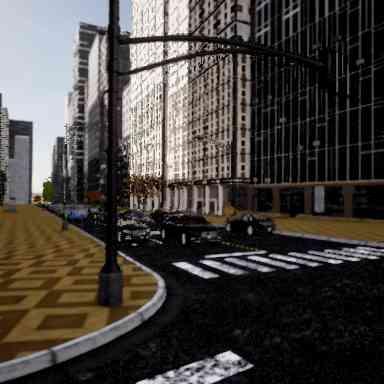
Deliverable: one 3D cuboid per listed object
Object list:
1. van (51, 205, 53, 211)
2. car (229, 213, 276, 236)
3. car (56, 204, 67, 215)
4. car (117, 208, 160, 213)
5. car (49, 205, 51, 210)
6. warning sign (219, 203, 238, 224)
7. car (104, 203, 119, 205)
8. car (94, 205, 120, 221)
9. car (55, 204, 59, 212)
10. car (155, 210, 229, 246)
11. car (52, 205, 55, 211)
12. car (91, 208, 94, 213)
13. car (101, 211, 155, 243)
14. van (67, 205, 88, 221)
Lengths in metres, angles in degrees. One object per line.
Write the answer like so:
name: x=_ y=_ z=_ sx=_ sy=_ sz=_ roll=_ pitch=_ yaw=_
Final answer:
van: x=-27.960 y=3.323 z=69.806 sx=1.690 sy=1.788 sz=3.998 roll=0 pitch=-1 yaw=-26
car: x=3.895 y=2.138 z=22.707 sx=2.008 sy=1.369 sz=4.403 roll=0 pitch=-1 yaw=-26
car: x=-20.669 y=3.070 z=54.588 sx=2.008 sy=1.369 sz=4.403 roll=0 pitch=-1 yaw=-26
car: x=-4.603 y=2.254 z=27.075 sx=2.033 sy=1.411 sz=5.357 roll=1 pitch=-2 yaw=-26
car: x=-32.816 y=3.838 z=79.943 sx=1.887 sy=1.381 sz=4.507 roll=0 pitch=-1 yaw=-26
warning sign: x=3.269 y=1.905 z=29.591 sx=1.300 sy=1.860 sz=1.060 roll=2 pitch=-1 yaw=-26
car: x=-12.535 y=2.639 z=51.055 sx=2.150 sy=2.045 sz=5.566 roll=1 pitch=-2 yaw=-26
car: x=-9.137 y=2.488 z=36.562 sx=1.837 sy=1.490 sz=4.892 roll=1 pitch=-2 yaw=-25
car: x=-23.026 y=3.193 z=59.507 sx=1.752 sy=1.417 sz=4.829 roll=0 pitch=-1 yaw=-26
car: x=-0.192 y=1.943 z=17.846 sx=1.837 sy=1.490 sz=4.892 roll=1 pitch=-2 yaw=-25
car: x=-25.528 y=3.372 z=64.731 sx=1.887 sy=1.381 sz=4.507 roll=0 pitch=-1 yaw=-26
car: x=-17.102 y=3.305 z=60.563 sx=1.895 sy=1.301 sz=4.718 roll=1 pitch=-2 yaw=-26
car: x=-3.662 y=2.022 z=19.089 sx=2.008 sy=1.369 sz=4.403 roll=0 pitch=-1 yaw=-26
van: x=-13.383 y=2.406 z=39.380 sx=1.690 sy=1.788 sz=3.998 roll=0 pitch=-1 yaw=-26
